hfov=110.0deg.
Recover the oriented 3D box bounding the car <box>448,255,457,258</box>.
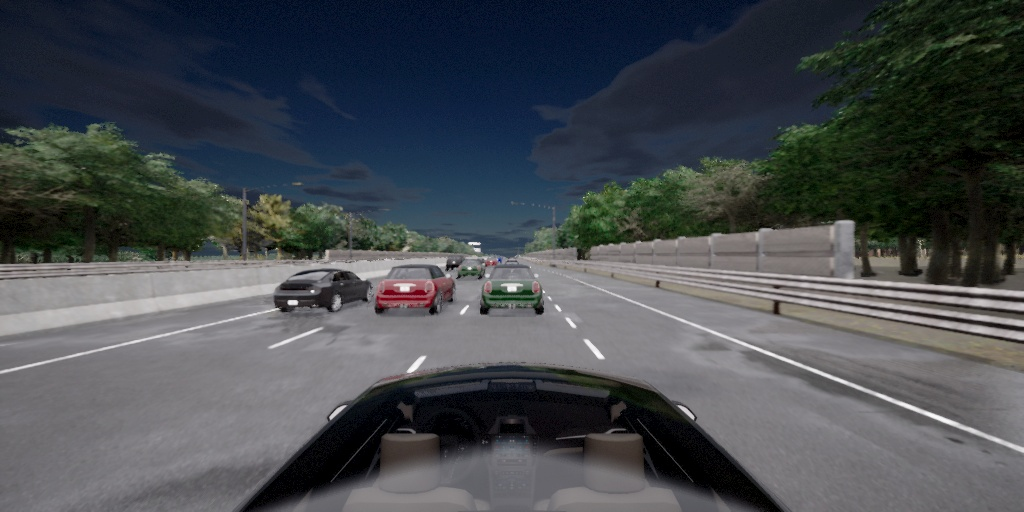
[{"bbox_3d":[-7.004,0.893,45.796,2.150,2.045,5.566,0,0,0],"label":"car"}]

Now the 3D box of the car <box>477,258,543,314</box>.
[{"bbox_3d":[-0.001,1.088,13.817,2.097,1.767,4.553,0,0,0],"label":"car"}]

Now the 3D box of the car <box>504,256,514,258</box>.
[{"bbox_3d":[-0.006,1.126,59.805,1.882,1.535,5.008,0,0,0],"label":"car"}]

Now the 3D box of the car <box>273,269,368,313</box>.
[{"bbox_3d":[-7.002,1.243,13.872,1.837,1.490,4.892,0,0,0],"label":"car"}]

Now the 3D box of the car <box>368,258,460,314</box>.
[{"bbox_3d":[-3.501,1.088,13.817,2.097,1.767,4.553,0,0,0],"label":"car"}]

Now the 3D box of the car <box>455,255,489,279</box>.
[{"bbox_3d":[-3.503,1.051,31.679,2.097,1.767,4.553,0,0,0],"label":"car"}]

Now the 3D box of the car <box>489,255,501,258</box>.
[{"bbox_3d":[-3.506,0.997,62.276,2.097,1.767,4.553,0,0,0],"label":"car"}]
